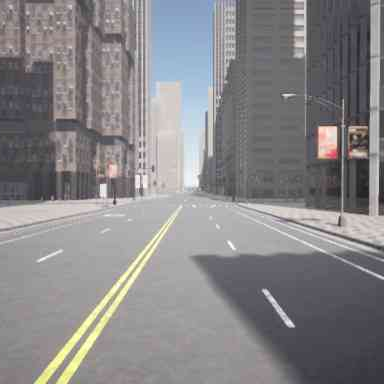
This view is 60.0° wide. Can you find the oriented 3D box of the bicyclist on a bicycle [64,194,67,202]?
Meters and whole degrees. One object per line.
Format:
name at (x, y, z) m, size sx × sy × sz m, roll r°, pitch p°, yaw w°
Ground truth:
bicyclist on a bicycle at (-25.890, 1.159, 67.916) m, size 0.582 × 1.620 × 1.656 m, roll 0°, pitch 1°, yaw 0°
